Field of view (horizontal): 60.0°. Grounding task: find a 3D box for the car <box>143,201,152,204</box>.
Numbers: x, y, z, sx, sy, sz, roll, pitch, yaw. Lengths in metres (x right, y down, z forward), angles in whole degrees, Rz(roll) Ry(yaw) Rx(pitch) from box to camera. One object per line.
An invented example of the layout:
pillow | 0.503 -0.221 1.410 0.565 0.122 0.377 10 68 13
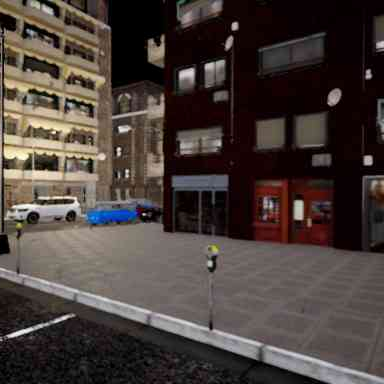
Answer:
car | -5.868 1.927 34.721 1.994 1.385 4.181 1 -1 35

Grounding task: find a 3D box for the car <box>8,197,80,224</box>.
car | -11.618 1.394 26.682 2.150 2.045 5.566 1 -1 34

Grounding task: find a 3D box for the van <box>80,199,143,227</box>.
van | -5.842 1.590 24.569 1.690 1.788 3.998 -1 -2 35

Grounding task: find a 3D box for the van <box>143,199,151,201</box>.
van | -6.383 1.738 38.491 1.690 1.788 3.998 -1 -2 35

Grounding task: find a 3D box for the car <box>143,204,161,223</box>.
car | -2.767 1.920 29.175 1.947 1.339 4.313 -1 -2 35
